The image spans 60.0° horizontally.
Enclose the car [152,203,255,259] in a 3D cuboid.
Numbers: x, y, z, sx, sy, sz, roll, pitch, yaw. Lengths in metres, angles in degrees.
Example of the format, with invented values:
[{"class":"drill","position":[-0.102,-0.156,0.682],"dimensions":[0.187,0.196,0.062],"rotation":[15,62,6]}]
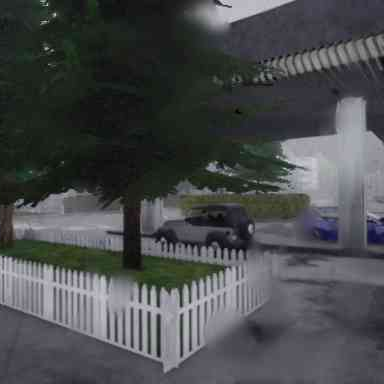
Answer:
[{"class":"car","position":[0.471,1.378,12.780],"dimensions":[3.866,1.878,1.905],"rotation":[-1,0,35]}]

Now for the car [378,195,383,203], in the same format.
[{"class":"car","position":[34.393,1.358,59.275],"dimensions":[2.007,1.523,4.514],"rotation":[-1,0,35]}]

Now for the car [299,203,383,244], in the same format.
[{"class":"car","position":[7.268,1.505,14.942],"dimensions":[4.611,1.667,2.242],"rotation":[-1,0,35]}]
